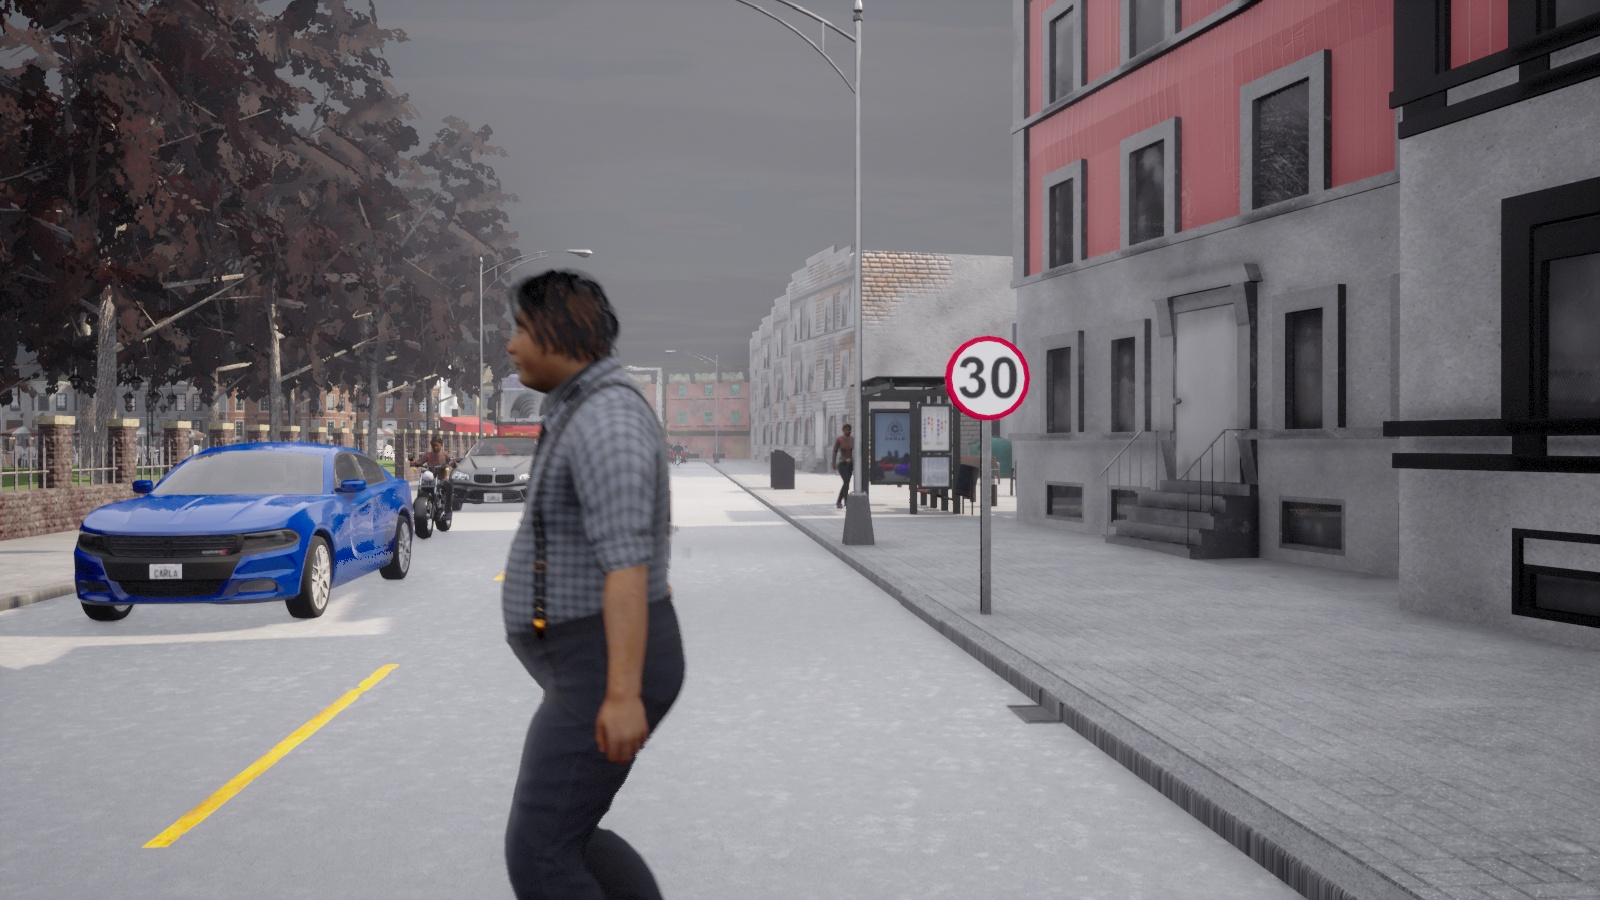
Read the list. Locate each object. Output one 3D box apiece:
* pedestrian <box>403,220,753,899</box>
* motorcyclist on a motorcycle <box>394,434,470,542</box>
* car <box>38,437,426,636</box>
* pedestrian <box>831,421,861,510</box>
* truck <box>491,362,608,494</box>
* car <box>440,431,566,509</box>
[{"bbox_3d":[-0.467,0.467,2.795,0.694,1.848,0.540,0,0,-6],"label":"pedestrian"},{"bbox_3d":[-5.954,0.577,20.439,0.766,1.649,2.350,0,1,-6],"label":"motorcyclist on a motorcycle"},{"bbox_3d":[-5.147,0.651,12.257,1.882,1.535,5.008,0,0,-5],"label":"car"},{"bbox_3d":[0.952,0.306,26.003,0.328,1.805,0.869,0,0,-18],"label":"pedestrian"},{"bbox_3d":[-7.919,-0.655,40.727,2.891,3.827,8.468,0,0,-6],"label":"truck"},{"bbox_3d":[-6.807,0.420,29.268,2.242,1.667,4.611,0,0,-5],"label":"car"}]
